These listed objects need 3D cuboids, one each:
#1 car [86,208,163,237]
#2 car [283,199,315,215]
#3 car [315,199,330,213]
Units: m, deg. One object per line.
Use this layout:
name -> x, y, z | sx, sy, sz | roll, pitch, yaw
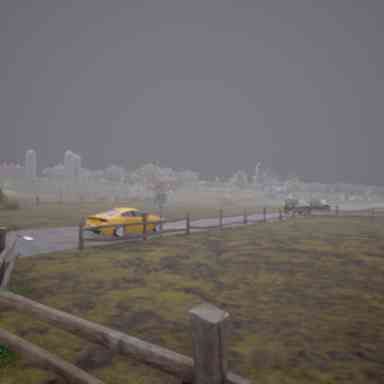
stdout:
car -> -3.734, 1.656, 19.369 | 1.882, 1.535, 5.008 | 3, 1, 36
car -> 13.768, 1.908, 43.542 | 2.150, 2.045, 5.566 | 3, 0, 36
car -> 19.815, 2.095, 51.996 | 2.150, 2.045, 5.566 | 3, 0, 36
